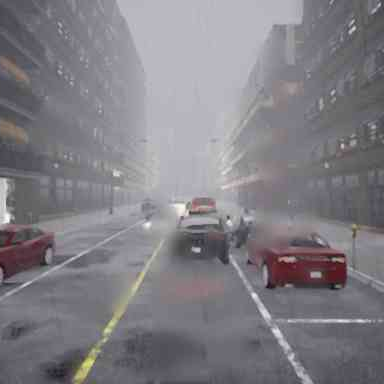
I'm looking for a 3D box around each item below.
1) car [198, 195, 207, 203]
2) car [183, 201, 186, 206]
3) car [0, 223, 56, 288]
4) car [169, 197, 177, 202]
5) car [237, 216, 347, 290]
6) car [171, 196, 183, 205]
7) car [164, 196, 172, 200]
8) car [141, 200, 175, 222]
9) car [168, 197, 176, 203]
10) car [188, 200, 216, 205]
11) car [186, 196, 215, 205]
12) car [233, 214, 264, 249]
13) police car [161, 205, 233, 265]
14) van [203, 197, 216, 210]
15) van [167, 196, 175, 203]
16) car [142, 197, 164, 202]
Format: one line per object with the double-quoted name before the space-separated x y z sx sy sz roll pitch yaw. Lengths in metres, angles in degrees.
"car" 2.589 1.812 82.869 2.192 1.841 5.009 1 0 0
"car" 0.010 1.816 48.369 1.812 1.442 4.674 0 0 0
"car" -5.304 1.600 9.118 1.887 1.381 4.507 1 0 0
"car" -5.293 2.131 94.180 1.947 1.339 4.313 1 0 0
"car" 2.576 1.601 9.147 1.887 1.381 4.507 1 0 0
"car" -2.740 1.964 69.350 1.994 1.385 4.181 0 0 0
"car" -5.293 1.744 71.498 2.192 1.841 5.009 1 0 0
"car" -2.846 1.720 28.666 2.033 1.411 5.357 0 0 0
"car" -5.293 2.082 88.509 2.008 1.369 4.403 1 0 0
"car" 0.828 1.589 22.178 1.801 1.575 5.366 0 0 0
"car" 0.829 1.393 28.020 2.150 2.045 5.566 0 0 0
"car" 2.577 1.640 14.818 2.008 1.369 4.403 1 0 0
"police car" 0.438 1.499 12.244 1.930 1.638 5.238 0 0 7
"van" 2.584 1.634 48.844 1.690 1.788 3.998 1 0 0
"van" -5.292 1.838 82.840 1.690 1.788 3.998 1 0 0
"car" -5.297 1.574 43.145 2.192 1.841 5.009 1 0 0
